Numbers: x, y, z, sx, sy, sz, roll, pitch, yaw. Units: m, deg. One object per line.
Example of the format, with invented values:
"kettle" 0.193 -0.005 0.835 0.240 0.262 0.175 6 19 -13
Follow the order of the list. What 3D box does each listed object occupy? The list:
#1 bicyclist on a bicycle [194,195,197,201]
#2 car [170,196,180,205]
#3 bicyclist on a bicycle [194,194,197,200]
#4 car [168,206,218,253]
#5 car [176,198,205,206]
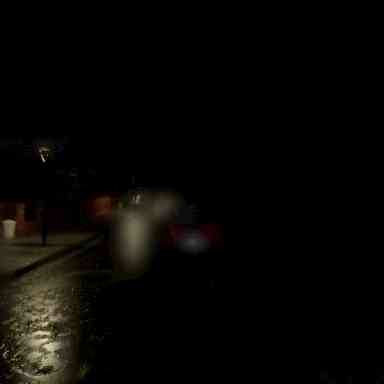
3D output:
"bicyclist on a bicycle" 0.853 1.470 83.740 0.582 1.620 1.656 0 0 0
"car" -2.746 1.479 57.318 2.128 1.511 4.902 0 0 1
"bicyclist on a bicycle" 0.857 1.473 92.738 0.866 1.612 1.509 0 0 0
"car" 0.066 1.513 13.602 1.812 1.442 4.674 0 0 0
"car" 0.077 1.472 27.916 2.128 1.511 4.902 0 0 1
